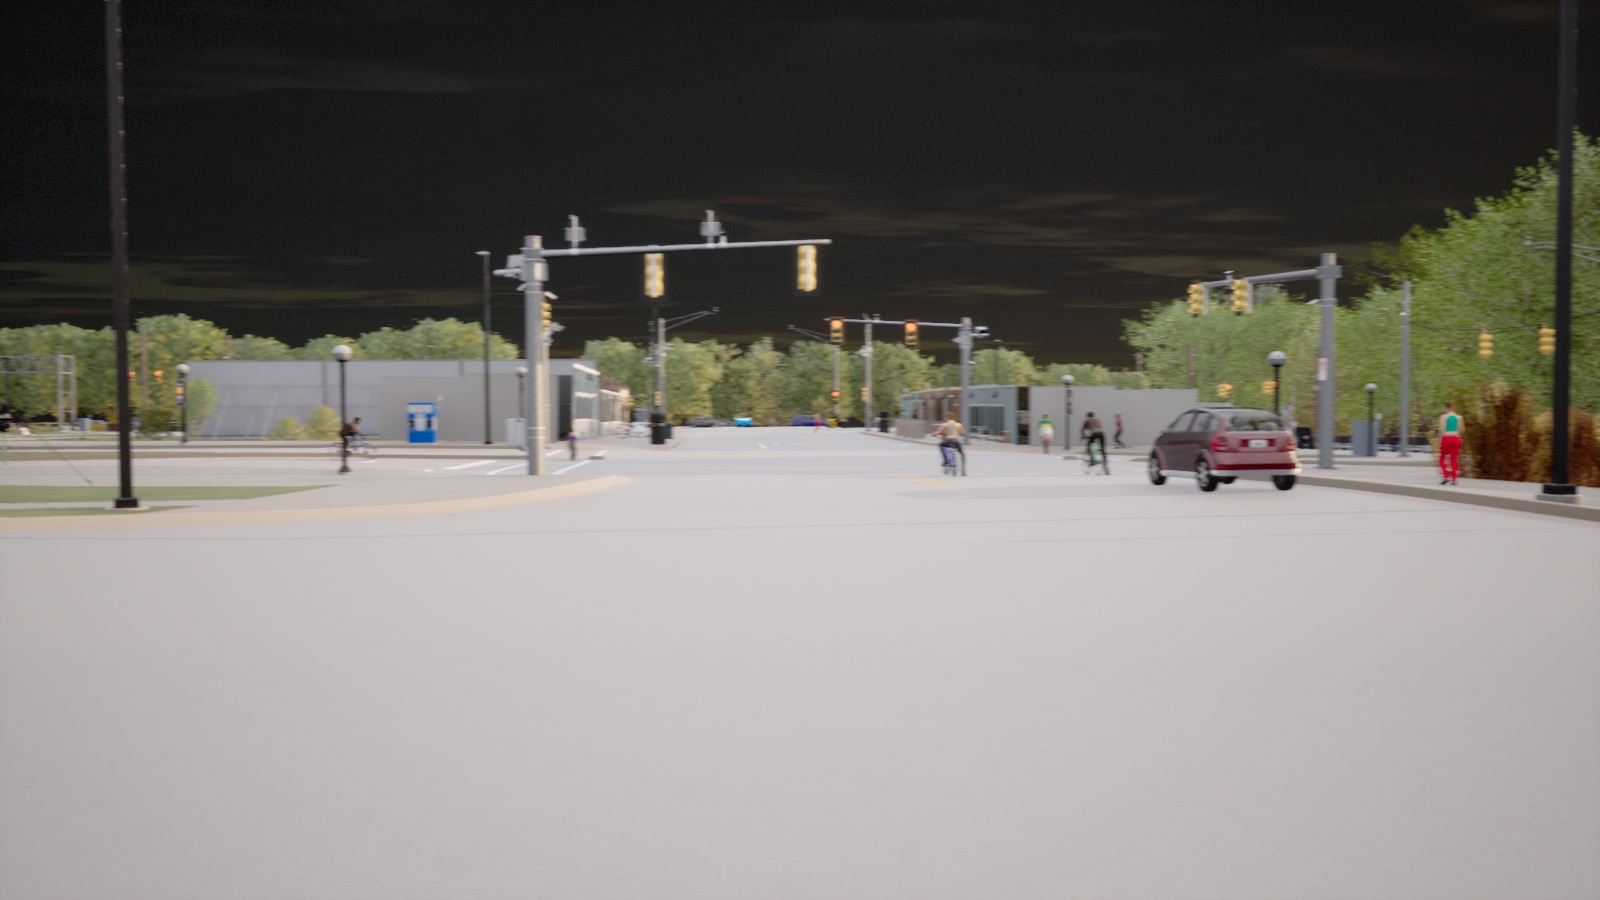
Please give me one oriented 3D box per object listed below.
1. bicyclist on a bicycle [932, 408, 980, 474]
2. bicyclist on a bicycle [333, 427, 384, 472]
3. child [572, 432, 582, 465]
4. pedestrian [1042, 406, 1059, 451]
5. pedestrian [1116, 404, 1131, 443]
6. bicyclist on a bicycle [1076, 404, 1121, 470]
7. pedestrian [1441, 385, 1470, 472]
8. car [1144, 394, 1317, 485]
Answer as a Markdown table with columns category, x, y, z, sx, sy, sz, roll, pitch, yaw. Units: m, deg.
| category | x | y | z | sx | sy | sz | roll | pitch | yaw |
| --- | --- | --- | --- | --- | --- | --- | --- | --- | --- |
| bicyclist on a bicycle | 3.912 | -0.225 | 31.631 | 0.866 | 1.612 | 1.509 | -2 | 1 | -5 |
| bicyclist on a bicycle | -16.172 | -0.032 | 45.979 | 1.656 | 1.620 | 0.582 | 0 | 2 | -8 |
| child | -8.621 | -0.059 | 48.570 | 0.270 | 1.263 | 0.437 | -2 | 3 | -18 |
| pedestrian | 11.252 | -0.967 | 56.461 | 0.659 | 1.952 | 0.873 | -1 | 2 | 16 |
| pedestrian | 15.769 | -1.290 | 61.202 | 0.636 | 1.846 | 0.331 | -1 | 2 | 2 |
| bicyclist on a bicycle | 7.554 | -0.316 | 31.835 | 0.582 | 1.620 | 1.656 | -2 | 0 | -4 |
| pedestrian | 14.026 | -0.475 | 26.881 | 0.345 | 1.836 | 0.594 | -1 | 2 | 5 |
| car | 8.141 | -0.209 | 24.113 | 1.789 | 1.549 | 3.705 | -2 | 1 | -4 |
